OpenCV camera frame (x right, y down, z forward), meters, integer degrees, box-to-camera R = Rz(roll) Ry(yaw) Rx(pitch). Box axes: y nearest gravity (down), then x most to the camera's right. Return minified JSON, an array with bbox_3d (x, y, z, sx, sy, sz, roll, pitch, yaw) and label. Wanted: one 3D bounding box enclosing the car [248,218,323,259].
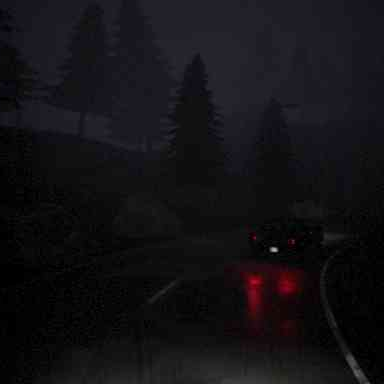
[{"bbox_3d":[3.911,1.680,13.212,1.895,1.301,4.718,0,0,30],"label":"car"}]
